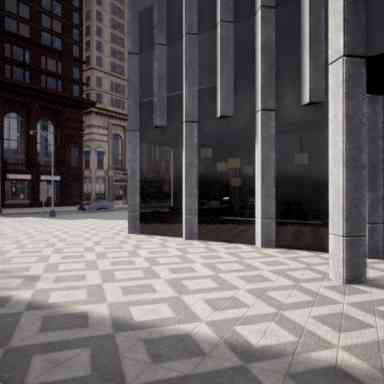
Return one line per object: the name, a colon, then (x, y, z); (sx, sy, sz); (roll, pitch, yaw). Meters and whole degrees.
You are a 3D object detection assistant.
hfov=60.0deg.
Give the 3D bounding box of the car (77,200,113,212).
car: (-11.505, 1.645, 39.679); (1.994, 1.385, 4.181); (0, 0, 36)
